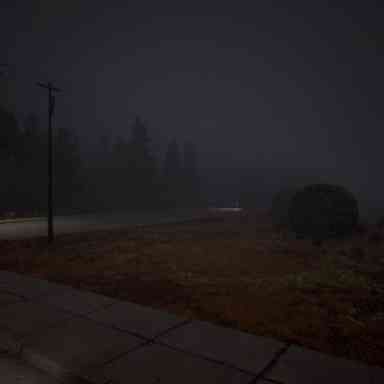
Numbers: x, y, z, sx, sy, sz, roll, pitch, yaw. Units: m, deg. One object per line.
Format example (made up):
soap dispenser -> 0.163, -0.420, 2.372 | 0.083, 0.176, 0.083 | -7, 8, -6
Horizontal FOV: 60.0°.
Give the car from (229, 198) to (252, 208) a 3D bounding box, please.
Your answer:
car -> 7.674, 1.762, 52.055 | 1.837, 1.490, 4.892 | -1, -1, 37
